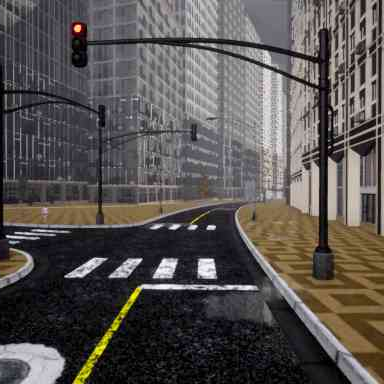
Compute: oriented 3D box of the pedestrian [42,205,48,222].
[{"bbox_3d":[-9.297,1.344,21.052,0.500,1.100,0.500,0,0,17],"label":"pedestrian"}]
